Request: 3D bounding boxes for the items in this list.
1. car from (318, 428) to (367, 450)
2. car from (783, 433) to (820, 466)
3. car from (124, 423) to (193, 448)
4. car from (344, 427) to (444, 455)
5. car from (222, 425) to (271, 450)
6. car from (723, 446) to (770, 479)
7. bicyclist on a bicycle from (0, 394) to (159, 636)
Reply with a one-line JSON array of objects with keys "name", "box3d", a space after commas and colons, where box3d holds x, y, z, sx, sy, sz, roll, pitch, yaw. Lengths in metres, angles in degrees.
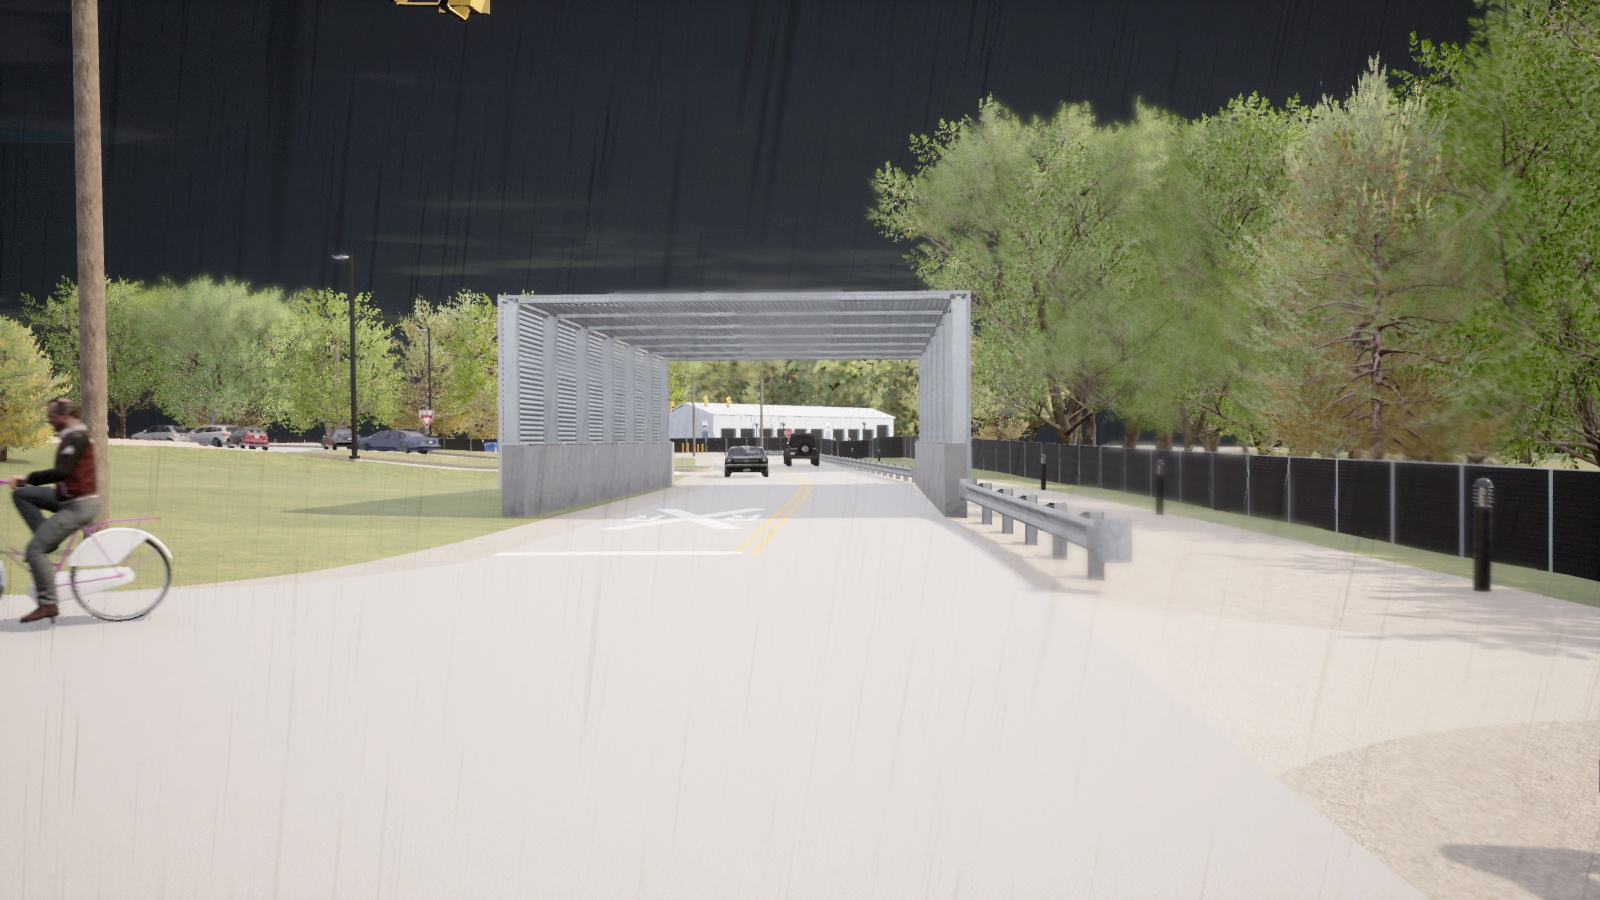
[{"name": "car", "box3d": [-30.412, -0.757, 83.339, 2.033, 1.411, 5.357, -1, 1, -31]}, {"name": "car", "box3d": [0.066, -0.047, 72.484, 1.905, 1.878, 3.866, 0, 1, -4]}, {"name": "car", "box3d": [-44.318, -1.017, 86.824, 3.988, 1.617, 1.851, 1, -2, 14]}, {"name": "car", "box3d": [-23.284, -0.508, 71.936, 5.357, 1.411, 2.033, 2, 0, 22]}, {"name": "car", "box3d": [-36.485, -0.823, 82.746, 1.789, 1.549, 3.705, 4, -2, -42]}, {"name": "car", "box3d": [-2.261, 0.484, 53.033, 1.895, 1.301, 4.718, 0, 0, -3]}, {"name": "bicyclist on a bicycle", "box3d": [-5.921, 0.476, 9.544, 1.843, 1.776, 0.659, 0, 0, -28]}]
